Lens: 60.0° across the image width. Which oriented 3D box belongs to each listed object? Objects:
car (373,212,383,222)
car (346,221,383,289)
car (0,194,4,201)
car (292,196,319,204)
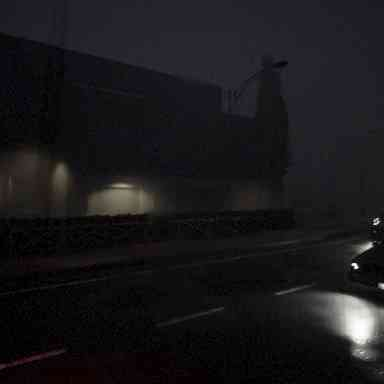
[{"bbox_3d":[10.713,1.395,16.586,4.553,1.767,2.097,0,0,-44],"label":"car"},{"bbox_3d":[6.127,1.571,8.453,5.357,1.411,2.033,0,0,-37],"label":"car"},{"bbox_3d":[-45.376,1.429,81.820,1.970,1.475,3.806,0,0,-36],"label":"car"},{"bbox_3d":[22.798,1.640,68.000,1.837,1.490,4.892,0,0,-33],"label":"car"}]
